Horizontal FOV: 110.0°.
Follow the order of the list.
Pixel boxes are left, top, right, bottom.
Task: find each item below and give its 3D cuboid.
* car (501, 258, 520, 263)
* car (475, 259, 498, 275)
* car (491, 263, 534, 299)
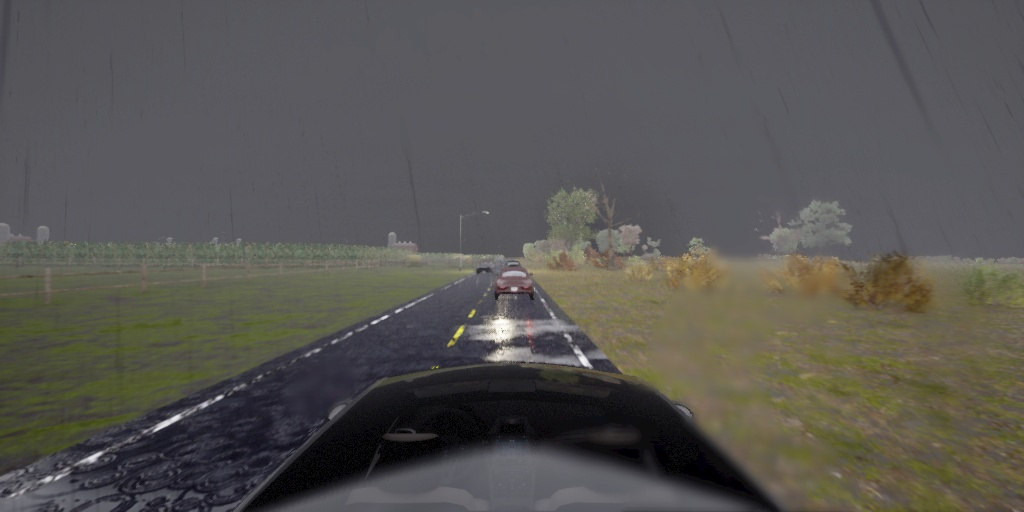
[{"bbox_3d":[0.101,1.242,36.213,1.837,1.490,4.892,0,0,0],"label":"car"},{"bbox_3d":[-2.842,1.337,38.757,1.895,1.301,4.718,0,0,0],"label":"car"},{"bbox_3d":[0.101,1.270,17.867,1.812,1.442,4.674,0,0,0],"label":"car"}]
